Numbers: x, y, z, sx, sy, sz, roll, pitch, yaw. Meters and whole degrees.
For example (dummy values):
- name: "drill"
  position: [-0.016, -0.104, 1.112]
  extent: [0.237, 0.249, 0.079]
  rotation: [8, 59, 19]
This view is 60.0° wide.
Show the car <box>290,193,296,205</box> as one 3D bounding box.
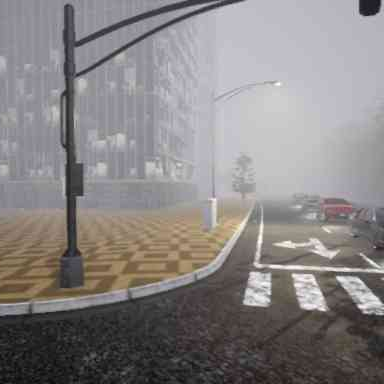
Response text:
- name: "car"
  position: [13.691, 0.849, 42.558]
  extent: [2.128, 1.511, 4.902]
  rotation: [0, 1, 11]

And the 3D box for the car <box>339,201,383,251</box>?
- name: "car"
  position: [7.451, 1.282, 12.791]
  extent: [2.033, 1.411, 5.357]
  rotation: [0, 1, 13]

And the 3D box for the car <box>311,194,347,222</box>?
- name: "car"
  position: [9.567, 1.087, 22.451]
  extent: [1.882, 1.535, 5.008]
  rotation: [0, 1, 12]

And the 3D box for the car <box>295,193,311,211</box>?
- name: "car"
  position: [11.633, 0.975, 32.312]
  extent: [2.128, 1.511, 4.902]
  rotation: [0, 1, 12]
